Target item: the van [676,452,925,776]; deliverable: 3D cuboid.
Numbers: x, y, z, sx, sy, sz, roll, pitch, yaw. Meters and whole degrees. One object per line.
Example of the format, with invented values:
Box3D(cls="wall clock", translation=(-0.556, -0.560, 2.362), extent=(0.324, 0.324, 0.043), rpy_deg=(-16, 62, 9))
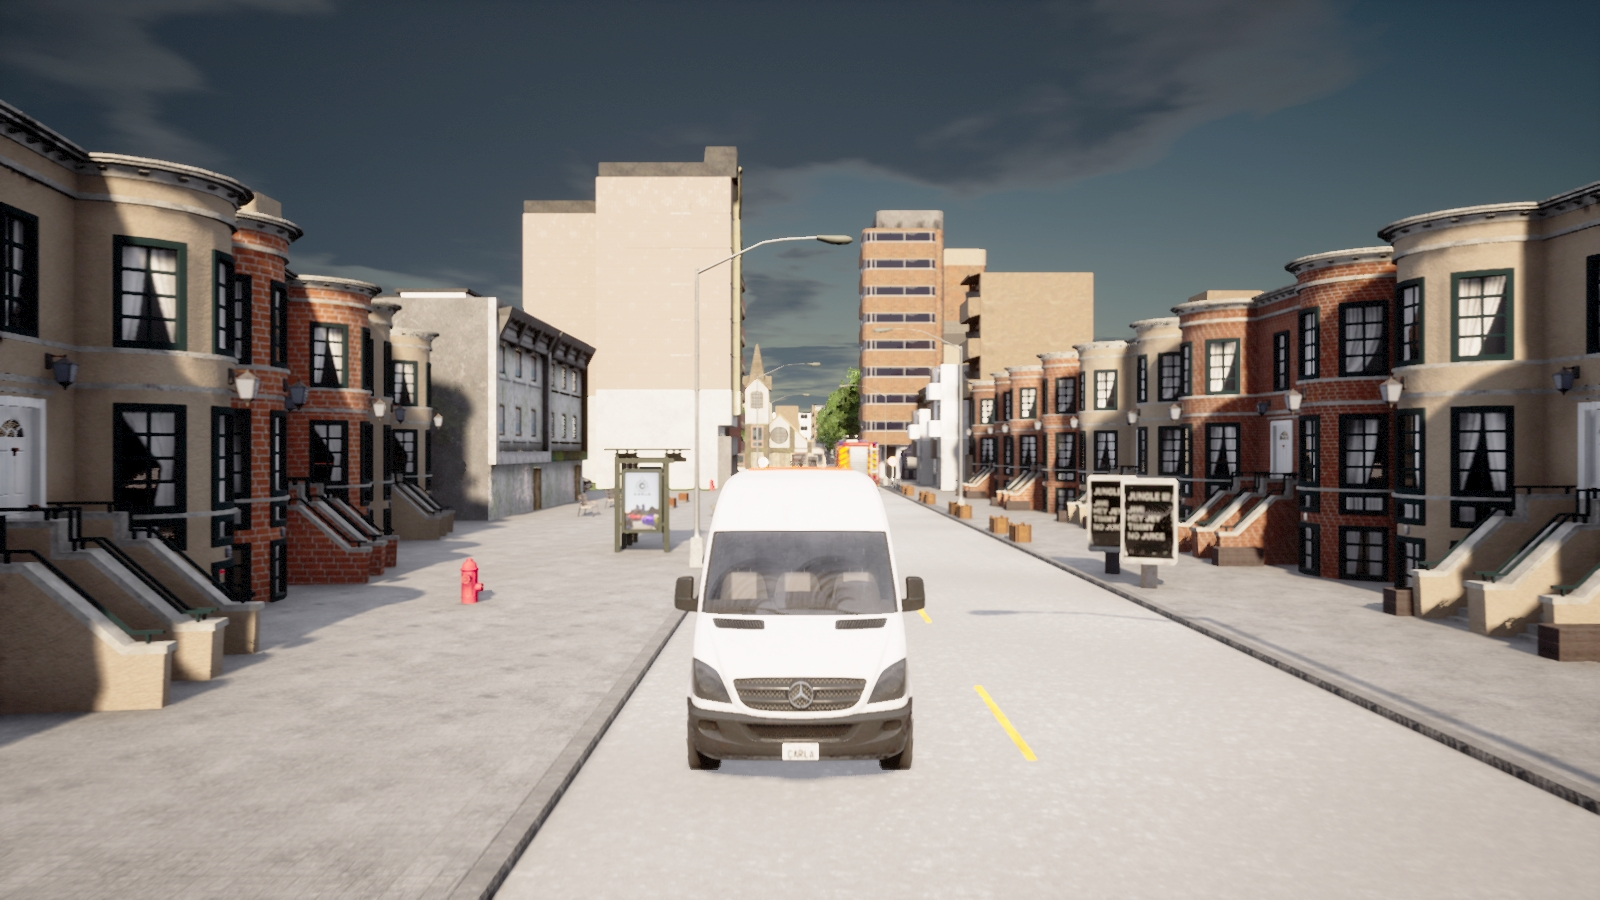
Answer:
Box3D(cls="van", translation=(0.006, 1.313, 12.069), extent=(1.988, 2.561, 5.915), rpy_deg=(0, 0, 0))
